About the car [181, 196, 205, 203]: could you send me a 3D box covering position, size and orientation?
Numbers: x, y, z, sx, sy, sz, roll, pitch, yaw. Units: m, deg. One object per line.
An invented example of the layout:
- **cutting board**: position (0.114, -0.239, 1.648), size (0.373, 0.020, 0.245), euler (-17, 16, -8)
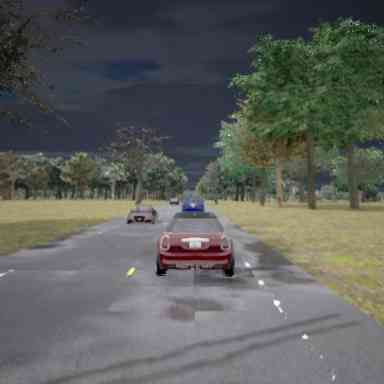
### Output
- **car**: position (0.093, 1.392, 32.963), size (2.150, 2.045, 5.566), euler (0, 0, 0)

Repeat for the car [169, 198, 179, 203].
- **car**: position (-3.526, 1.916, 65.950), size (1.882, 1.535, 5.008), euler (0, 0, 0)

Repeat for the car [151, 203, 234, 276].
- **car**: position (0.088, 1.400, 10.720), size (2.097, 1.767, 4.553), euler (0, 0, 0)

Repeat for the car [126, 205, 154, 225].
- **car**: position (-3.604, 1.684, 24.800), size (1.994, 1.385, 4.181), euler (0, 0, 0)
